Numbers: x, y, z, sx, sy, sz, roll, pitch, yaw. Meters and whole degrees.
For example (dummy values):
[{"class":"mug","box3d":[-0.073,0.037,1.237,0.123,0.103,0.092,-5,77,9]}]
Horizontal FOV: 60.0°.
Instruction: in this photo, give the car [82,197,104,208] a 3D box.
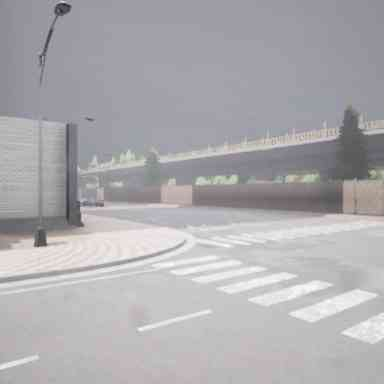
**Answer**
[{"class":"car","box3d":[-13.797,1.463,46.478,1.994,1.385,4.181,0,0,-36]}]
